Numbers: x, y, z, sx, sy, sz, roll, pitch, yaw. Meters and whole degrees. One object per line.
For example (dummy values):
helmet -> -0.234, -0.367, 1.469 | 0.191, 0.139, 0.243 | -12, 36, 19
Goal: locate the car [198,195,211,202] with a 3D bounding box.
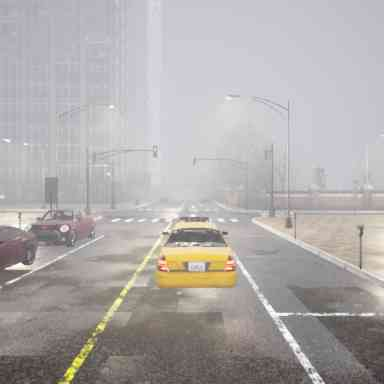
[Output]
car -> 2.689, 1.492, 63.700 | 1.947, 1.339, 4.313 | 0, 0, 0

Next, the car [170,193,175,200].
car -> -5.918, 1.323, 85.874 | 1.967, 1.590, 4.097 | 0, 0, 0

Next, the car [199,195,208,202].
car -> 2.618, 1.454, 74.814 | 1.887, 1.381, 4.507 | 0, 0, 0

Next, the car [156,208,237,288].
car -> 0.090, 1.454, 9.176 | 1.801, 1.575, 5.366 | 0, 0, 0

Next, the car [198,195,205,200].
car -> 2.602, 1.411, 91.496 | 1.887, 1.381, 4.507 | 0, 0, 0

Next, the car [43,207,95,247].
car -> -5.705, 1.433, 14.667 | 1.967, 1.590, 4.097 | 0, 0, 0

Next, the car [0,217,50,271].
car -> -5.700, 1.579, 8.975 | 1.802, 1.307, 4.206 | 0, 0, 0

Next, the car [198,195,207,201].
car -> 2.613, 1.448, 80.375 | 2.008, 1.369, 4.403 | 0, 0, 0

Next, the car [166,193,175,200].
car -> -5.923, 1.181, 91.432 | 2.192, 1.841, 5.009 | 0, 0, 0

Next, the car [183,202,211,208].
car -> 0.097, 1.535, 19.439 | 2.033, 1.411, 5.357 | 0, 0, 0

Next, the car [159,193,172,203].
car -> -5.903, 1.485, 69.190 | 1.947, 1.339, 4.313 | 0, 0, 0
